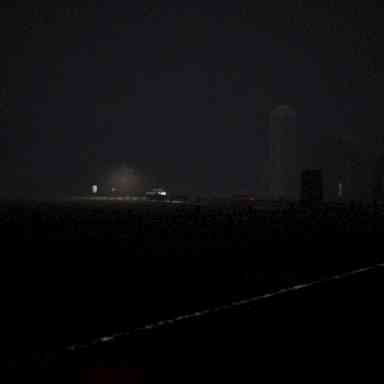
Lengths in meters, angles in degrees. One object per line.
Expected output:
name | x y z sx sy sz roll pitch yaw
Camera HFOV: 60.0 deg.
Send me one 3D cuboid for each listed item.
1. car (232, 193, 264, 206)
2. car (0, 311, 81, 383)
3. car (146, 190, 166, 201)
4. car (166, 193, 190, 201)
car | 7.418 0.982 44.569 2.097 1.767 4.553 -1 1 -36
car | -3.320 1.552 1.624 5.357 1.411 2.033 0 0 -36
car | -6.166 0.896 63.513 2.128 1.511 4.902 -1 1 -35
car | -2.346 0.892 62.984 2.128 1.511 4.902 -1 1 -36
